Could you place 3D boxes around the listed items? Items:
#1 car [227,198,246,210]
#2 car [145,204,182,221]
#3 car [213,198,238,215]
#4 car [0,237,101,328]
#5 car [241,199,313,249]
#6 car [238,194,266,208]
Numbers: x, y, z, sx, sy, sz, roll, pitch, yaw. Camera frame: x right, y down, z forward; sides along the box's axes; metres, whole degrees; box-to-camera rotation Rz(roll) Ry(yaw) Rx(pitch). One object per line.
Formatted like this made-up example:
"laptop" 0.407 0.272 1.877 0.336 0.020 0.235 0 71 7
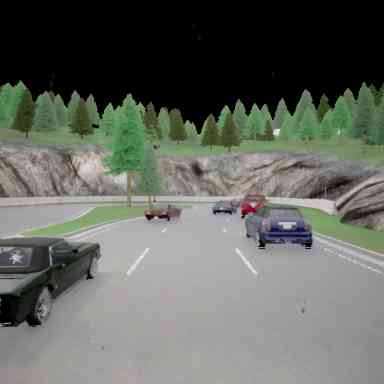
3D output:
"car" 6.010 1.547 44.117 2.033 1.411 5.357 0 0 12
"car" -2.196 1.601 26.941 1.895 1.301 4.718 0 0 12
"car" 3.427 1.564 34.364 1.994 1.385 4.181 0 0 15
"car" -3.396 1.601 6.971 1.895 1.301 4.718 0 0 0
"car" 3.673 1.353 14.796 2.097 1.767 4.553 0 0 1
"car" 5.793 1.223 30.102 2.150 2.045 5.566 0 0 15
